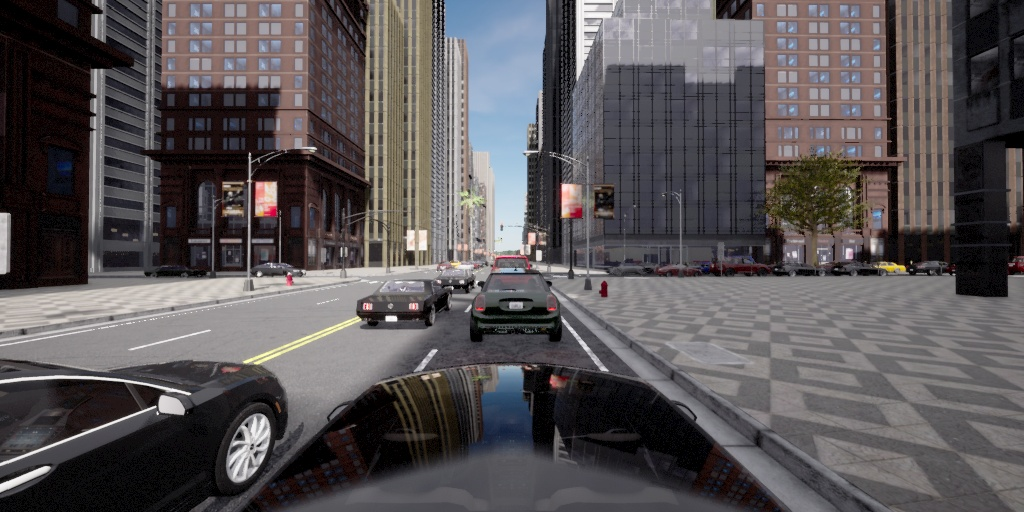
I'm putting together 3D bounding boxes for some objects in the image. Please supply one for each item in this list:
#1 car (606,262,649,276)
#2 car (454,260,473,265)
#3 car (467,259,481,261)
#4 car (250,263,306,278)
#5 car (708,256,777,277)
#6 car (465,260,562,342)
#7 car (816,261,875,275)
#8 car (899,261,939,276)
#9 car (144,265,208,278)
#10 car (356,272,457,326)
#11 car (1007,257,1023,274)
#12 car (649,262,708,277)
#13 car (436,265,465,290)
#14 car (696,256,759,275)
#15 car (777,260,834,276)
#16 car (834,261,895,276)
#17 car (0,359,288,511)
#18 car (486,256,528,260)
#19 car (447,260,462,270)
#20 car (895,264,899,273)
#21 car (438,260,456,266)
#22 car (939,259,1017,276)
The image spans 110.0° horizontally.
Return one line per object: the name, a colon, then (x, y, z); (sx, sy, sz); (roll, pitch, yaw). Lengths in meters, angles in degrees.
car: (12.281, 1.388, 38.732); (4.181, 1.385, 1.994); (0, -1, -1)
car: (-6.691, 1.570, 51.948); (1.895, 1.301, 4.718); (0, 0, 0)
car: (-6.687, 1.633, 61.111); (1.895, 1.301, 4.718); (0, 0, 0)
car: (-22.712, 1.418, 34.959); (4.902, 1.511, 2.128); (0, -1, 0)
car: (20.896, 1.041, 33.098); (5.009, 1.841, 2.192); (0, 0, -1)
car: (0.082, 1.108, 9.983); (2.097, 1.767, 4.553); (0, 0, 0)
car: (36.329, 1.278, 39.125); (4.674, 1.442, 1.812); (0, -1, -1)
car: (42.526, 1.228, 36.106); (4.674, 1.442, 1.812); (0, -1, -1)
car: (-32.659, 1.573, 34.950); (4.718, 1.301, 1.895); (0, -1, 0)
car: (-3.166, 1.361, 11.631); (1.895, 1.301, 4.718); (0, 0, 0)
car: (49.084, 0.973, 33.589); (5.009, 1.841, 2.192); (0, 0, -1)
car: (15.258, 1.327, 33.000); (4.207, 1.307, 1.802); (0, 0, -1)
car: (-3.187, 1.388, 20.800); (1.895, 1.301, 4.718); (0, 0, 0)
car: (23.338, 1.008, 38.923); (5.566, 2.045, 2.150); (0, -1, -1)
car: (26.533, 1.276, 33.196); (4.313, 1.339, 1.948); (0, 0, -1)
car: (32.170, 1.260, 33.294); (4.313, 1.339, 1.948); (0, 0, -1)
car: (-3.150, 1.255, 1.612); (1.837, 1.490, 4.892); (0, 0, 0)
car: (-0.034, 1.003, 19.504); (2.150, 2.045, 5.566); (0, 0, 0)
car: (-9.931, 1.519, 62.340); (1.882, 1.535, 5.008); (0, 0, 0)
car: (43.134, 1.296, 42.011); (4.829, 1.417, 1.751); (0, 0, -1)
car: (-9.936, 1.503, 53.202); (1.812, 1.442, 4.674); (0, 0, -3)
car: (43.446, 1.214, 33.491); (4.507, 1.381, 1.888); (0, 0, -1)
